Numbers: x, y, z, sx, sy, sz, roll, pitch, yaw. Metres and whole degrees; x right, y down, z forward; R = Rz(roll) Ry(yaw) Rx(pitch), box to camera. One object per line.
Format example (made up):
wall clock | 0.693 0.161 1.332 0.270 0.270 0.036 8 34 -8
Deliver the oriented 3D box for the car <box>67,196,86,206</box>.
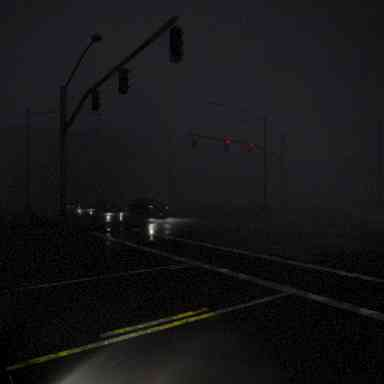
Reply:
car | -19.804 1.492 57.439 2.128 1.511 4.902 0 0 -7

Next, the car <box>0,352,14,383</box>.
car | -3.602 1.547 1.239 5.357 1.411 2.033 0 0 -35

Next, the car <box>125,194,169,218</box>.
car | -3.989 1.352 30.491 2.097 1.767 4.553 0 0 -36

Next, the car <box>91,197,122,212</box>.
car | -9.767 1.526 38.500 1.812 1.442 4.674 0 0 -36

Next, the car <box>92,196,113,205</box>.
car | -16.667 1.547 62.224 2.033 1.411 5.357 0 0 5

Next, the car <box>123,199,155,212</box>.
car | -6.415 1.601 40.083 1.895 1.301 4.718 0 0 -35

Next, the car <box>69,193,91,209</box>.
car | -15.831 1.221 47.166 2.150 2.045 5.566 0 0 -33
